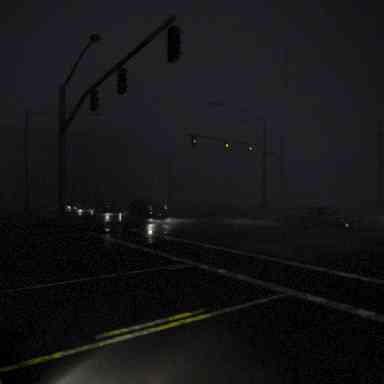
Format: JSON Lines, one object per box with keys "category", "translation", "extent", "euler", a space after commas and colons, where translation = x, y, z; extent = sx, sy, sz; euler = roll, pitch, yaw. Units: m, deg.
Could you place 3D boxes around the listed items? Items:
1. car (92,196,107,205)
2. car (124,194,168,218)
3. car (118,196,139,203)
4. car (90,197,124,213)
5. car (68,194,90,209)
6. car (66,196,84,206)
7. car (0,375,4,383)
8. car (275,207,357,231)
{"category": "car", "translation": [-16.543, 1.555, 59.622], "extent": [1.812, 1.442, 4.674], "euler": [0, 0, -6]}
{"category": "car", "translation": [-4.055, 1.373, 30.448], "extent": [2.097, 1.767, 4.553], "euler": [0, 0, -36]}
{"category": "car", "translation": [-13.744, 1.639, 72.397], "extent": [1.895, 1.301, 4.718], "euler": [0, 0, 30]}
{"category": "car", "translation": [-9.835, 1.546, 38.456], "extent": [1.812, 1.442, 4.674], "euler": [0, 0, -36]}
{"category": "car", "translation": [-15.572, 1.242, 46.640], "extent": [2.150, 2.045, 5.566], "euler": [0, 0, -33]}
{"category": "car", "translation": [-19.607, 1.515, 56.029], "extent": [2.128, 1.511, 4.902], "euler": [0, 0, -10]}
{"category": "car", "translation": [-3.662, 1.544, 1.196], "extent": [5.357, 1.411, 2.033], "euler": [0, 0, -35]}
{"category": "car", "translation": [7.534, 1.592, 20.740], "extent": [1.895, 1.301, 4.718], "euler": [0, 0, -36]}
